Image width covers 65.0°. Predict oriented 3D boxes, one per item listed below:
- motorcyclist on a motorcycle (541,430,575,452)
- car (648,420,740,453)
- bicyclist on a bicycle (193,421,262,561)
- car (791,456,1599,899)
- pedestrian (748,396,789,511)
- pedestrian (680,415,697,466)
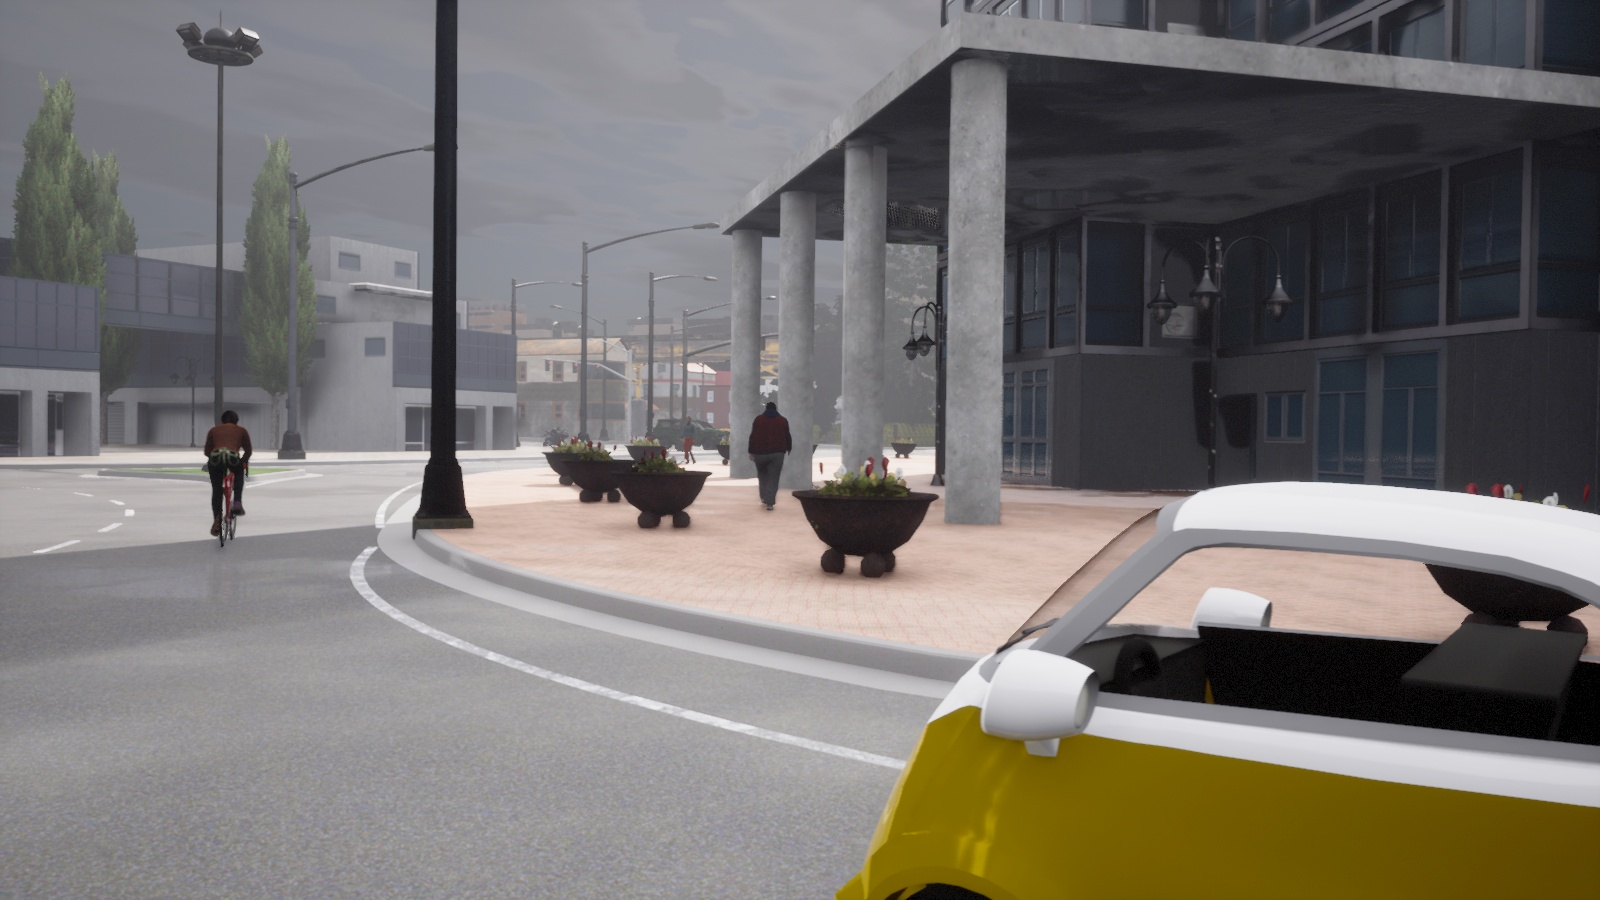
[{"bbox_3d":[-16.373,-0.618,85.062,2.191,1.530,0.866,0,1,25],"label":"motorcyclist on a motorcycle"},{"bbox_3d":[-6.779,-0.856,80.461,5.566,2.045,2.150,0,1,27],"label":"car"},{"bbox_3d":[-6.991,0.463,15.397,0.582,1.620,1.656,-1,1,-19],"label":"bicyclist on a bicycle"},{"bbox_3d":[1.308,0.733,2.801,2.207,1.376,1.481,1,1,35],"label":"car"},{"bbox_3d":[-0.509,0.054,20.648,0.634,1.844,0.899,0,1,1],"label":"pedestrian"},{"bbox_3d":[-4.063,-0.347,45.895,0.353,1.847,0.614,0,1,26],"label":"pedestrian"}]
